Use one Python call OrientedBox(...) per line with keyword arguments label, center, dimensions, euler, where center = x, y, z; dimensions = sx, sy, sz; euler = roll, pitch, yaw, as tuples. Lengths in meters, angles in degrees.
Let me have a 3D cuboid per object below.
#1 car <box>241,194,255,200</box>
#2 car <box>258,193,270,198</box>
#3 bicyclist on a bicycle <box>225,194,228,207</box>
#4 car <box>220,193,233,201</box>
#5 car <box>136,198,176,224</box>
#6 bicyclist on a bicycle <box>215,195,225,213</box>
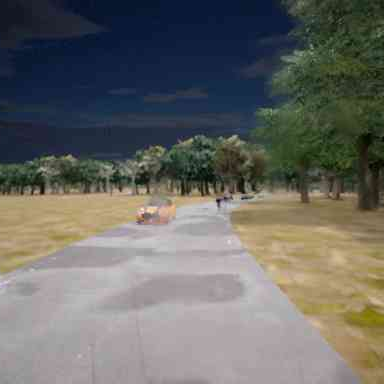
OrientedBox(label="car", center=(11.509, 0.990, 68.203), dimensions=(1.895, 1.301, 4.718), euler=(0, 1, 23))
OrientedBox(label="car", center=(17.836, 0.782, 82.036), dimensions=(1.895, 1.301, 4.718), euler=(1, 1, 28))
OrientedBox(label="bicyclist on a bicycle", center=(4.108, 1.089, 40.715), dimensions=(0.659, 1.776, 1.843), euler=(0, 1, 12))
OrientedBox(label="car", center=(6.599, 0.955, 63.868), dimensions=(2.128, 1.511, 4.902), euler=(0, 1, 20))
OrientedBox(label="car", center=(-2.379, 1.207, 23.009), dimensions=(2.097, 1.767, 4.553), euler=(0, 0, 5))
OrientedBox(label="bicyclist on a bicycle", center=(2.574, 1.165, 31.998), dimensions=(0.659, 1.776, 1.843), euler=(0, 1, 8))
